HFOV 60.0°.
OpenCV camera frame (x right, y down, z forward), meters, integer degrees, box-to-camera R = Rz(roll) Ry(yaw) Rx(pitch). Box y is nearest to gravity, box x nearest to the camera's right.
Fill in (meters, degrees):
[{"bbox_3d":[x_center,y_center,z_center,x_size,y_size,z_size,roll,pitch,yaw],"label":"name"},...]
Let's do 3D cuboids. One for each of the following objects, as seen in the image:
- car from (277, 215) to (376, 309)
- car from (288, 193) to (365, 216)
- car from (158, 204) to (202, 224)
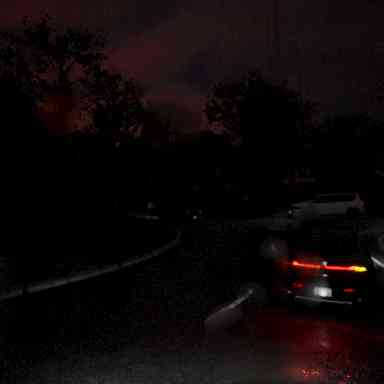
[{"bbox_3d":[3.307,1.552,8.172,1.837,1.490,4.892,0,0,24],"label":"car"},{"bbox_3d":[10.303,1.134,25.625,5.566,2.045,2.150,-2,0,-2],"label":"car"},{"bbox_3d":[-1.079,1.679,26.955,2.128,1.511,4.902,1,0,-33],"label":"car"}]
